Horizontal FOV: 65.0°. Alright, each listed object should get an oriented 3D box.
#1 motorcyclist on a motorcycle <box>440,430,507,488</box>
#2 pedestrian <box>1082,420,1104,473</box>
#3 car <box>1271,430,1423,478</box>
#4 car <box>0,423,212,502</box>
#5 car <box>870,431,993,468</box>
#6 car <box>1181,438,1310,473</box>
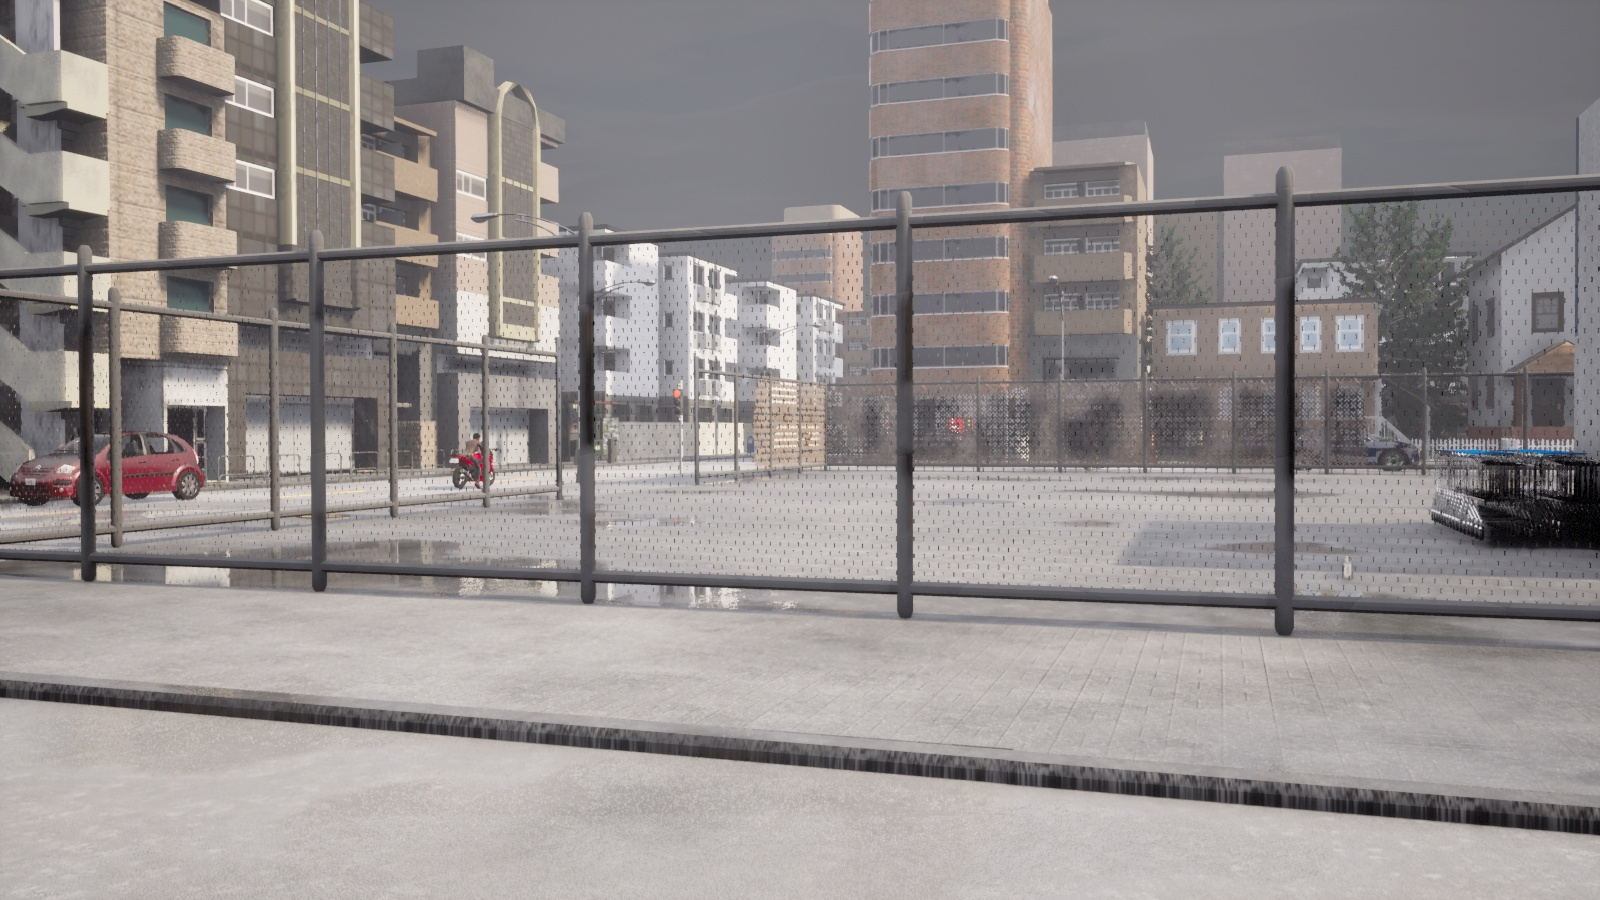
[{"bbox_3d":[-8.945,0.223,34.468,0.797,1.523,2.044,1,1,19],"label":"motorcyclist on a motorcycle"},{"bbox_3d":[10.150,-0.122,43.514,0.703,1.840,0.431,1,1,20],"label":"pedestrian"},{"bbox_3d":[19.504,0.109,44.994,4.856,1.649,2.033,1,1,20],"label":"car"},{"bbox_3d":[-15.348,0.220,27.950,1.851,1.617,3.988,1,1,18],"label":"car"},{"bbox_3d":[5.641,-0.058,53.842,4.902,1.511,2.128,1,1,19],"label":"car"},{"bbox_3d":[17.607,0.195,49.825,4.718,1.301,1.895,1,1,19],"label":"car"}]
